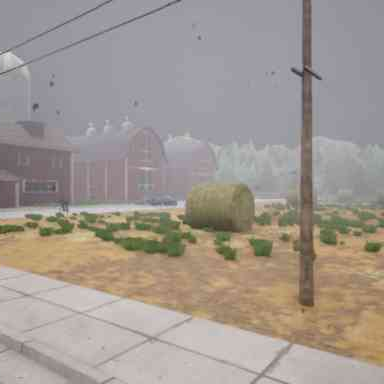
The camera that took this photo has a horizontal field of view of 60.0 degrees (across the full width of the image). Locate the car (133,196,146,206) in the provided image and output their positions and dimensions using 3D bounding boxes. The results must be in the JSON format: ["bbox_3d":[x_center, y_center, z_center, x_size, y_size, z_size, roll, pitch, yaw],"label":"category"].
[{"bbox_3d":[-6.867,1.401,51.016,1.837,1.490,4.892,0,0,35],"label":"car"}]

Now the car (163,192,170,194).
[{"bbox_3d":[-4.676,1.029,61.455,1.905,1.878,3.866,6,1,-8],"label":"car"}]

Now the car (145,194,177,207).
[{"bbox_3d":[-4.133,1.408,48.733,1.837,1.490,4.892,0,0,35],"label":"car"}]

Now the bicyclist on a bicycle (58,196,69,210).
[{"bbox_3d":[-11.859,1.214,30.669,1.656,1.620,0.582,0,0,35],"label":"bicyclist on a bicycle"}]
